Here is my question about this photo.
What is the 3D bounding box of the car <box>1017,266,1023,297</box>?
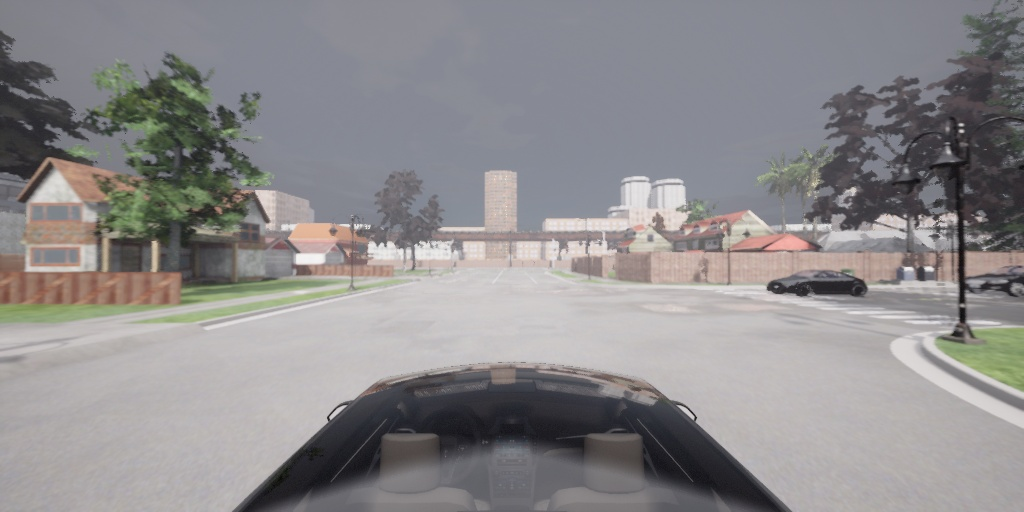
[{"bbox_3d":[25.499,0.945,14.931,5.566,2.045,2.150,0,-1,0],"label":"car"}]

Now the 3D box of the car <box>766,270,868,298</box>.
[{"bbox_3d":[15.717,1.401,18.624,4.181,1.385,1.994,0,-1,1],"label":"car"}]

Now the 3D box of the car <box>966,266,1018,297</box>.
[{"bbox_3d":[26.426,1.259,18.494,4.902,1.511,2.128,0,-1,2],"label":"car"}]
